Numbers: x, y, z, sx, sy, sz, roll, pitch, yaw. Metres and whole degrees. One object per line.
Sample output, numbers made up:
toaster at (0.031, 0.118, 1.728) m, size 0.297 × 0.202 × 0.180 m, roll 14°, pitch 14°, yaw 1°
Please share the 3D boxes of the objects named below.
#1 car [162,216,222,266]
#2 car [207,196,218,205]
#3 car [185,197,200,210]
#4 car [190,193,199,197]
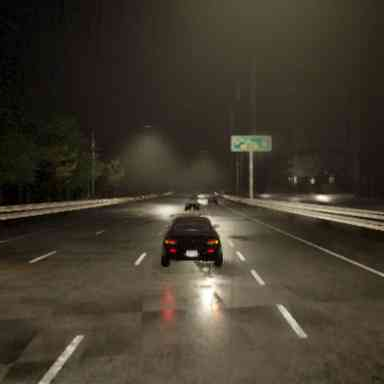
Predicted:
car at (-0.007, 1.566, 11.594) m, size 1.812 × 1.442 × 4.674 m, roll 0°, pitch 0°, yaw 0°
car at (3.813, 1.598, 61.961) m, size 1.837 × 1.490 × 4.892 m, roll 0°, pitch -1°, yaw 1°
car at (0.069, 1.704, 43.610) m, size 1.895 × 1.301 × 4.718 m, roll 0°, pitch 0°, yaw 0°
car at (0.290, 1.587, 69.569) m, size 1.837 × 1.490 × 4.892 m, roll 0°, pitch 0°, yaw 1°
